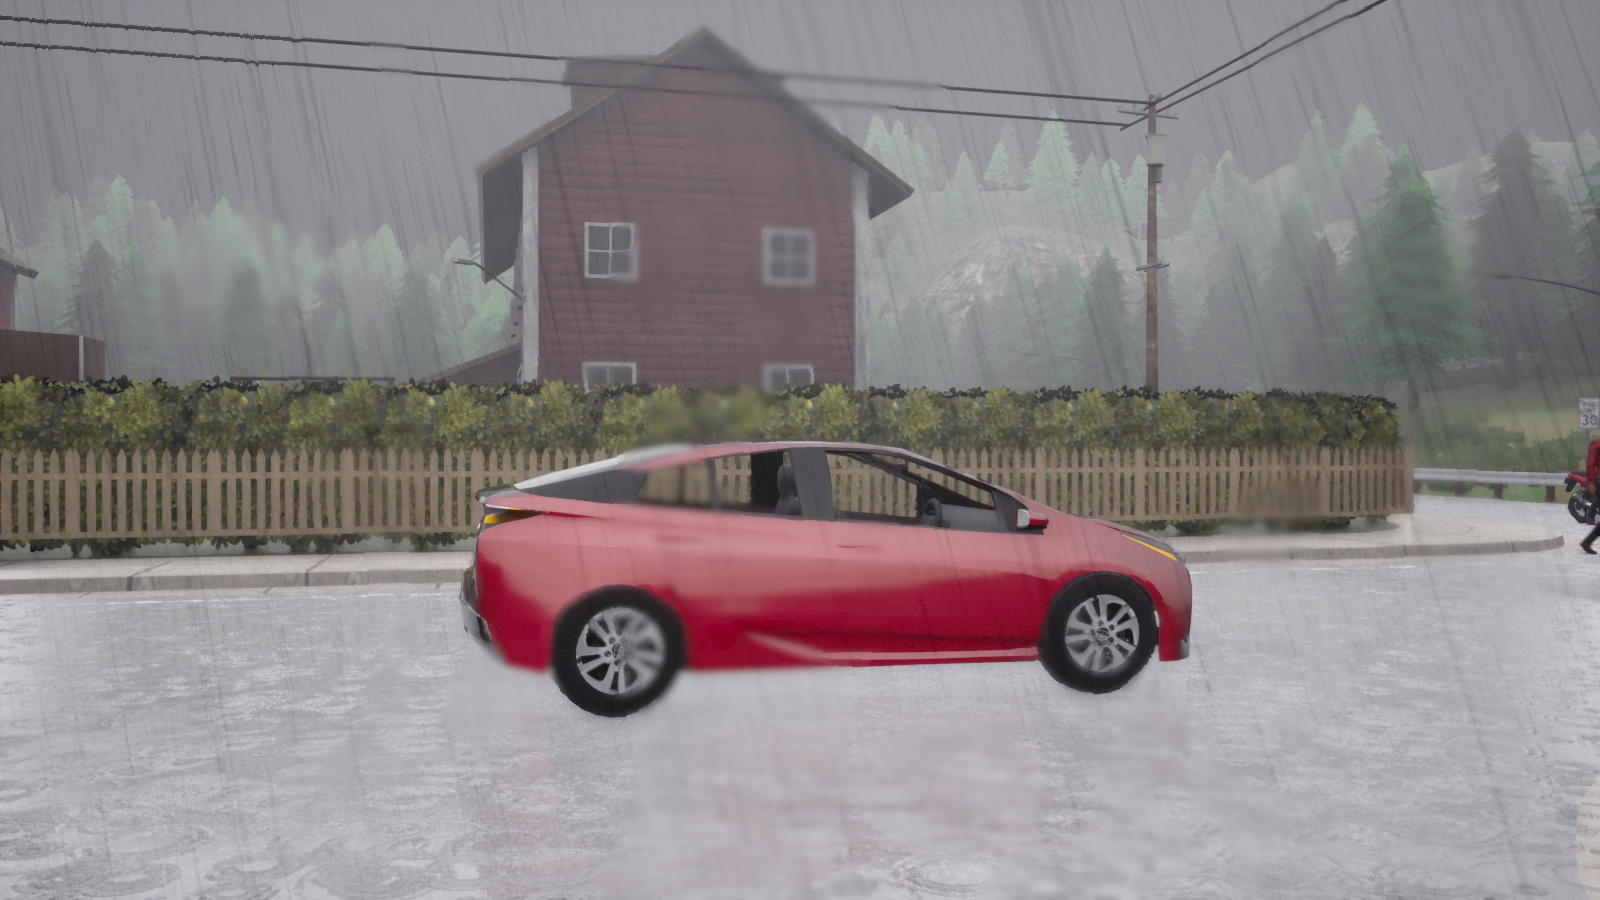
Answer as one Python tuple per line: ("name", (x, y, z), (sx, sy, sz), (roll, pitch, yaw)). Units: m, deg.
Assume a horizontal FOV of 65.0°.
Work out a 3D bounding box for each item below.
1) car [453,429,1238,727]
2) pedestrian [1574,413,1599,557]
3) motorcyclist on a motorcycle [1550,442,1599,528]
("car", (0.181, 0.649, 7.928), (4.514, 1.525, 2.007), (0, 0, -14))
("pedestrian", (10.395, 0.454, 16.204), (0.331, 1.846, 0.636), (0, 0, -17))
("motorcyclist on a motorcycle", (14.482, 0.614, 22.301), (0.797, 1.523, 2.044), (0, 0, -13))
